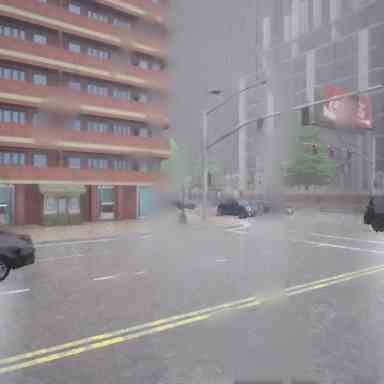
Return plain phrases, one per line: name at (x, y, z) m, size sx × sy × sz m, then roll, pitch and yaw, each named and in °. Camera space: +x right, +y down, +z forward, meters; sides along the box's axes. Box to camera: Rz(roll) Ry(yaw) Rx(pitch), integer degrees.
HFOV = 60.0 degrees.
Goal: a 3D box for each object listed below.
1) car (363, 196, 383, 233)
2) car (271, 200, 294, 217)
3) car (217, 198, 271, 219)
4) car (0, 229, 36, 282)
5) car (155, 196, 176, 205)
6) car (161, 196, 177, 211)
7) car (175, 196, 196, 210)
car at (12.109, 1.223, 17.685) m, size 2.150 × 2.045 × 5.566 m, roll 0°, pitch 0°, yaw -35°
car at (7.131, 1.491, 30.894) m, size 2.128 × 1.511 × 4.902 m, roll 0°, pitch 0°, yaw -35°
car at (4.180, 1.352, 28.829) m, size 2.097 × 1.767 × 4.553 m, roll 0°, pitch 0°, yaw -33°
car at (-6.365, 1.526, 8.088) m, size 4.674 × 1.442 × 1.812 m, roll 0°, pitch 0°, yaw -35°
car at (-4.919, 1.526, 60.662) m, size 1.812 × 1.442 × 4.674 m, roll 0°, pitch 0°, yaw -35°
car at (-4.217, 1.526, 40.998) m, size 1.812 × 1.442 × 4.674 m, roll 0°, pitch 0°, yaw -35°
car at (-1.382, 1.352, 43.058) m, size 2.097 × 1.767 × 4.553 m, roll 0°, pitch 0°, yaw -35°
